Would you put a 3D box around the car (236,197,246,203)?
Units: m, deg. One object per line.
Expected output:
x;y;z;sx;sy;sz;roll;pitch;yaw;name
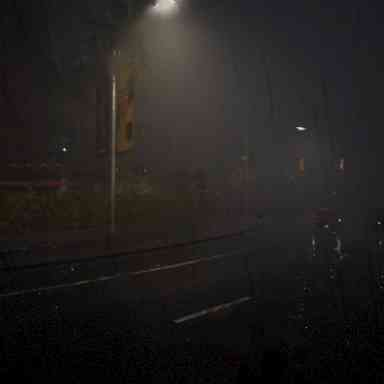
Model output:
13.923;2.126;93.433;2.231;1.521;4.892;0;0;15;car

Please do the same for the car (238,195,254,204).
12.448;2.015;76.296;2.097;1.535;5.008;0;0;5;car

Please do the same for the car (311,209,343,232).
8.989;1.800;22.260;1.895;1.301;4.718;0;0;21;car

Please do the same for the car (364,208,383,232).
12.609;1.773;21.870;2.033;1.411;5.357;0;0;20;car
